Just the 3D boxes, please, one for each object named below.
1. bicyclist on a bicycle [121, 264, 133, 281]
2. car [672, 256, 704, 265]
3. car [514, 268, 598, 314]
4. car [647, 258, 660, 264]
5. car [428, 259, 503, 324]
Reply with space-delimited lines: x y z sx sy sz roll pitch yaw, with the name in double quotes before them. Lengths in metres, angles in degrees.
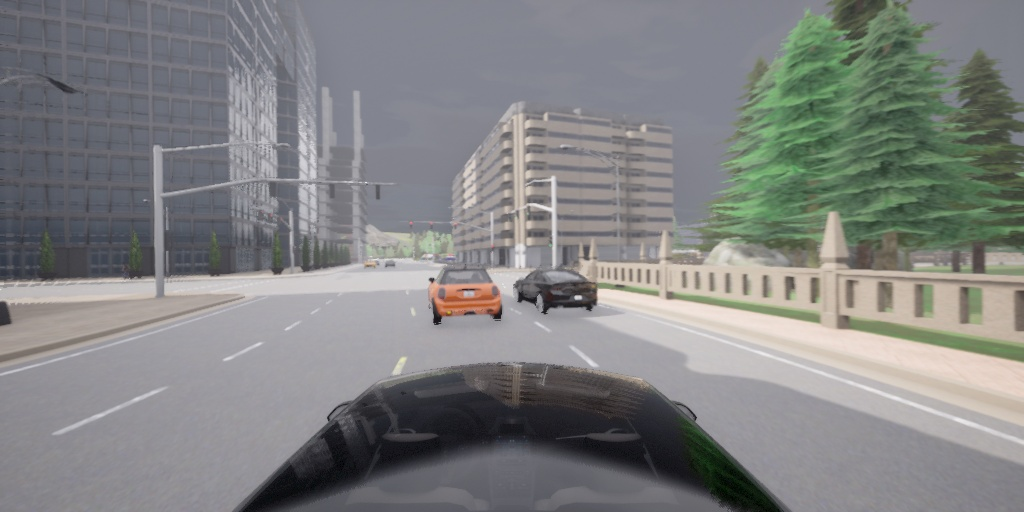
"bicyclist on a bicycle" -37.356 1.582 34.765 0.582 1.620 1.656 -1 0 -18
"car" 22.309 0.814 45.552 4.553 1.767 2.097 -1 0 -18
"car" 1.479 1.197 13.895 1.882 1.535 5.008 -1 0 -15
"car" 20.075 0.982 48.500 4.902 1.511 2.128 -1 0 -18
"car" -1.768 1.117 12.445 2.097 1.767 4.553 -1 0 -14
